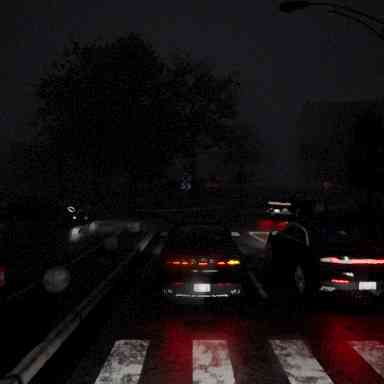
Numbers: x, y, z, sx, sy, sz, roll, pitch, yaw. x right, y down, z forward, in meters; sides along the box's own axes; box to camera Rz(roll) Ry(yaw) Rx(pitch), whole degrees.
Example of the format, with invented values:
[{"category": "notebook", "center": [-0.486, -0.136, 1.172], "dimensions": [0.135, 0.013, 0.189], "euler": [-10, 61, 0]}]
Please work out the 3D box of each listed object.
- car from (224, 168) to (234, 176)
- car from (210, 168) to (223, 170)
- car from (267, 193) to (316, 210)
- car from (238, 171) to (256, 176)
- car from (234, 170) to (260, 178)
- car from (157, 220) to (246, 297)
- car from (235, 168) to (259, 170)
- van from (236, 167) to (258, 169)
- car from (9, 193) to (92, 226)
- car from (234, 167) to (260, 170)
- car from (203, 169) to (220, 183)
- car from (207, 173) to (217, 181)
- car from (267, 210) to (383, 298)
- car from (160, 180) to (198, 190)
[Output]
[{"category": "car", "center": [10.477, -5.128, 92.710], "dimensions": [1.812, 1.442, 4.674], "euler": [1, 6, 11]}, {"category": "car", "center": [6.058, -4.537, 84.867], "dimensions": [2.097, 1.767, 4.553], "euler": [1, 6, 10]}, {"category": "car", "center": [6.665, 0.786, 21.992], "dimensions": [2.128, 1.511, 4.902], "euler": [3, 5, 38]}, {"category": "car", "center": [15.376, -5.169, 92.845], "dimensions": [4.674, 1.452, 2.002], "euler": [1, 6, 11]}, {"category": "car", "center": [13.046, -3.925, 79.505], "dimensions": [4.892, 1.521, 2.231], "euler": [1, 5, 10]}, {"category": "car", "center": [0.211, 1.467, 8.496], "dimensions": [1.837, 1.490, 4.892], "euler": [0, 1, 1]}, {"category": "car", "center": [13.544, -4.307, 82.190], "dimensions": [4.553, 1.767, 2.185], "euler": [1, 5, 10]}, {"category": "van", "center": [13.860, -4.667, 84.911], "dimensions": [4.442, 1.987, 1.878], "euler": [1, 5, 10]}, {"category": "car", "center": [-8.104, 0.850, 19.161], "dimensions": [4.553, 1.767, 2.097], "euler": [1, 4, 15]}, {"category": "car", "center": [14.458, -4.948, 87.579], "dimensions": [5.566, 2.045, 2.435], "euler": [1, 6, 10]}, {"category": "car", "center": [3.860, -2.822, 65.090], "dimensions": [2.150, 2.045, 5.566], "euler": [0, 5, 1]}, {"category": "car", "center": [4.564, -3.498, 75.423], "dimensions": [1.837, 1.490, 4.892], "euler": [1, 5, 9]}, {"category": "car", "center": [3.211, 1.456, 8.449], "dimensions": [2.128, 1.511, 4.902], "euler": [0, 1, 1]}, {"category": "car", "center": [-1.876, -1.067, 48.481], "dimensions": [5.357, 1.411, 2.033], "euler": [1, 4, 10]}]
